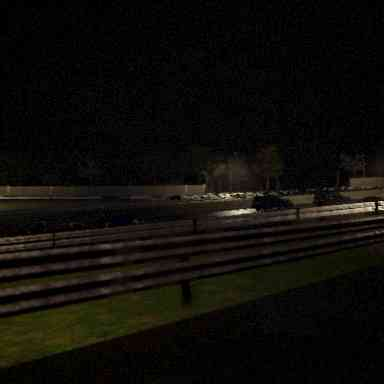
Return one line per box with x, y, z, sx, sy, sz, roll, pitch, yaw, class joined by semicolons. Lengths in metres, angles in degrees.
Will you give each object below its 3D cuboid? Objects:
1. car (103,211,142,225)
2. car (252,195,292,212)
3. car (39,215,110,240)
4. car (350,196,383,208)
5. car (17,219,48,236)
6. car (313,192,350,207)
-7.851;2.810;35.756;5.008;1.535;1.882;-4;2;-23;car
10.495;1.430;43.682;5.566;2.045;2.150;-3;2;-23;car
-9.646;3.139;27.355;4.902;1.511;2.128;-4;2;-23;car
22.403;1.232;41.206;4.674;1.442;1.812;-3;2;-23;car
-12.867;3.232;29.776;4.902;1.511;2.128;-4;2;-23;car
18.299;1.065;43.241;5.566;2.045;2.150;-3;2;-23;car
